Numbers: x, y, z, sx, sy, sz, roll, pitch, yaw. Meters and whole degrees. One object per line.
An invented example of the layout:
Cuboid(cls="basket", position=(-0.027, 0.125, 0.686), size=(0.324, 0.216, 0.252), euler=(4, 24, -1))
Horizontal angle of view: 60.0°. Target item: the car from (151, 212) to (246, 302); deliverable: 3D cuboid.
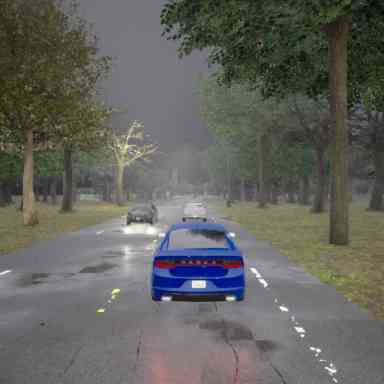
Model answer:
Cuboid(cls="car", position=(0.129, 1.485, 8.366), size=(1.882, 1.535, 5.008), euler=(0, 0, 0))

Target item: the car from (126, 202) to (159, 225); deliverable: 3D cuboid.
Cuboid(cls="car", position=(-3.520, 1.550, 24.180), size=(1.837, 1.490, 4.892), euler=(0, 0, 0))

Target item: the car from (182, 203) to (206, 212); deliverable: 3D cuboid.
Cuboid(cls="car", position=(0.187, 1.580, 26.879), size=(1.812, 1.442, 4.674), euler=(0, 0, 0))
